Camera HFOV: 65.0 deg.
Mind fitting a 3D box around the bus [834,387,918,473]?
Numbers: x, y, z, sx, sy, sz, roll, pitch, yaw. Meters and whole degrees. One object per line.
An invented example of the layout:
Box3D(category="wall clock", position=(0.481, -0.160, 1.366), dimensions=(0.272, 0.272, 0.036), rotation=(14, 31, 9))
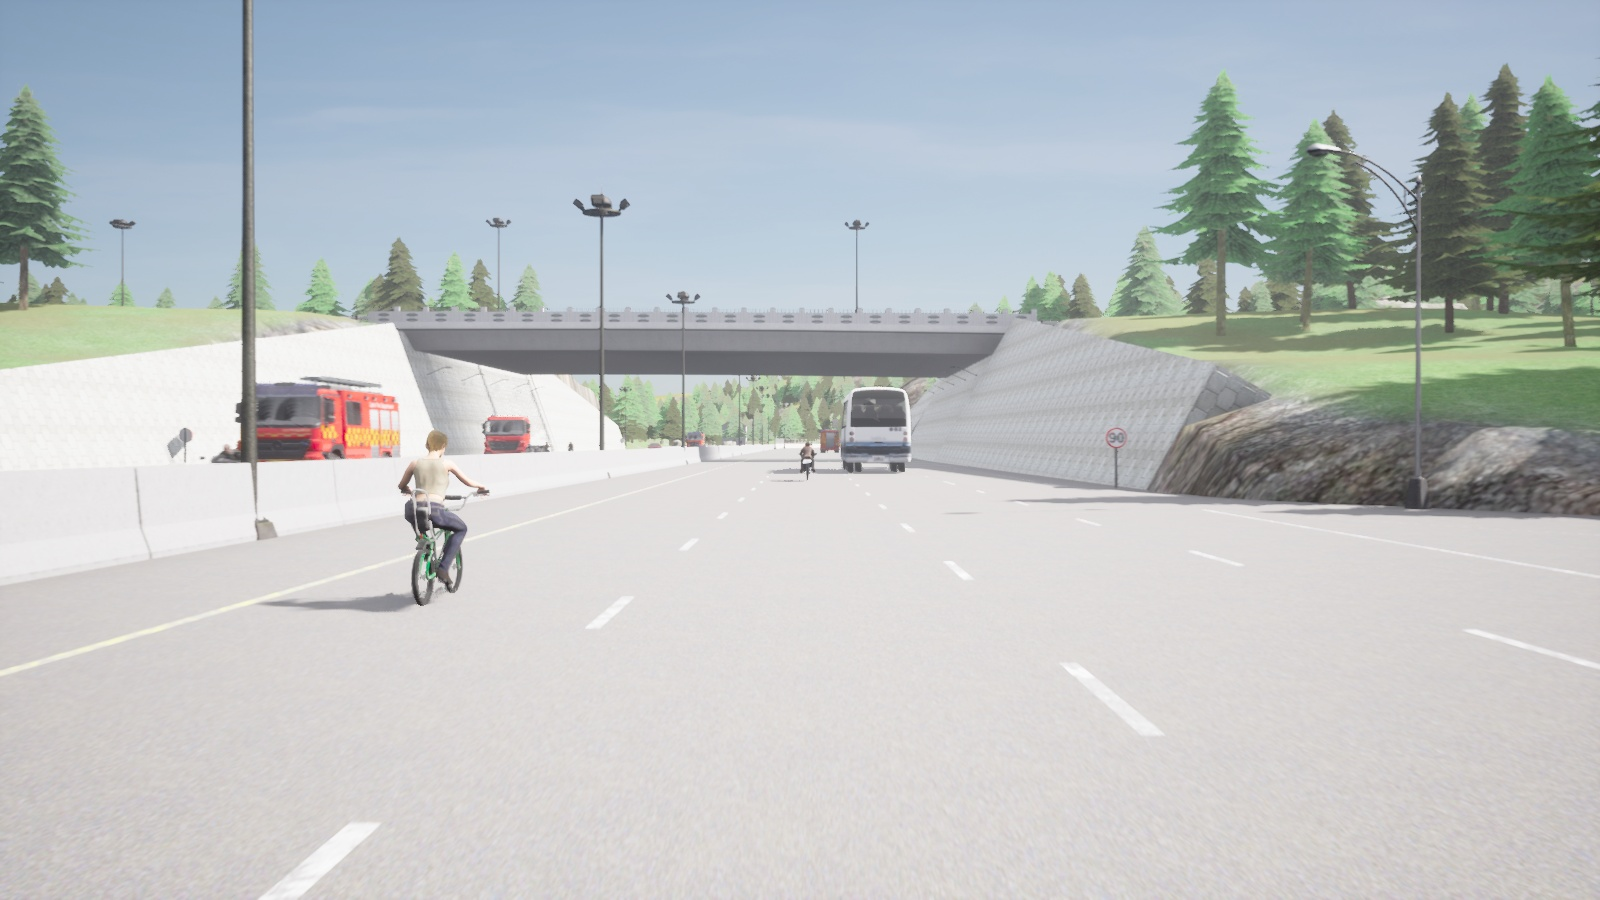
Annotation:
Box3D(category="bus", position=(3.900, -1.007, 67.530), dimensions=(3.944, 4.253, 10.273), rotation=(0, 0, 0))

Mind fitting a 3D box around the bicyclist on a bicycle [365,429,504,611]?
Box3D(category="bicyclist on a bicycle", position=(-3.422, 0.613, 11.892), dimensions=(0.866, 1.612, 1.509), rotation=(0, 0, 1))

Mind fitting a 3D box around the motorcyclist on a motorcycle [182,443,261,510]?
Box3D(category="motorcyclist on a motorcycle", position=(-13.814, 0.601, 30.049), dimensions=(0.866, 1.530, 2.191), rotation=(0, 1, 0))

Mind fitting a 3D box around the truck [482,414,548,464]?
Box3D(category="truck", position=(-20.469, -0.762, 90.605), dimensions=(2.891, 3.462, 7.936), rotation=(0, 0, 0))

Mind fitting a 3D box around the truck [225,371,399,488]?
Box3D(category="truck", position=(-17.228, -0.686, 45.068), dimensions=(2.891, 3.827, 8.468), rotation=(0, 0, 0))

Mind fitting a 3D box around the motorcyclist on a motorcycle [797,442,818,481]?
Box3D(category="motorcyclist on a motorcycle", position=(0.299, 0.447, 49.869), dimensions=(0.797, 1.523, 2.044), rotation=(0, 0, 0))
